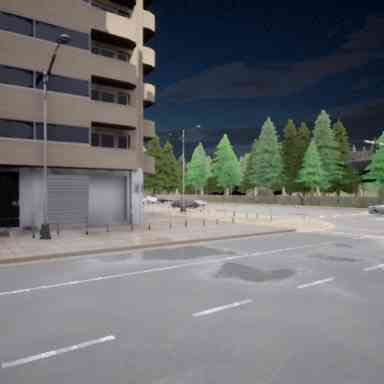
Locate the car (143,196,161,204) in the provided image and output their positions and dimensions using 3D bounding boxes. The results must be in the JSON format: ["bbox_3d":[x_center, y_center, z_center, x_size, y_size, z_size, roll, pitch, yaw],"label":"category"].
[{"bbox_3d":[-8.530,1.440,61.184,4.674,1.442,1.812,0,0,31],"label":"car"}]

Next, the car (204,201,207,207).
[{"bbox_3d":[0.132,1.515,48.540,1.895,1.301,4.718,0,0,-38],"label":"car"}]

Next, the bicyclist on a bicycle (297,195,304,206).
[{"bbox_3d":[15.151,1.204,46.458,1.656,1.620,0.582,0,0,-35],"label":"bicyclist on a bicycle"}]

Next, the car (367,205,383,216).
[{"bbox_3d":[18.041,1.512,29.174,1.895,1.301,4.718,0,0,-29],"label":"car"}]

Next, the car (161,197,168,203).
[{"bbox_3d":[-7.154,1.512,64.451,4.718,1.301,1.895,0,0,31],"label":"car"}]

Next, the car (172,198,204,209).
[{"bbox_3d":[-0.832,1.482,43.853,1.994,1.385,4.181,0,0,-36],"label":"car"}]
